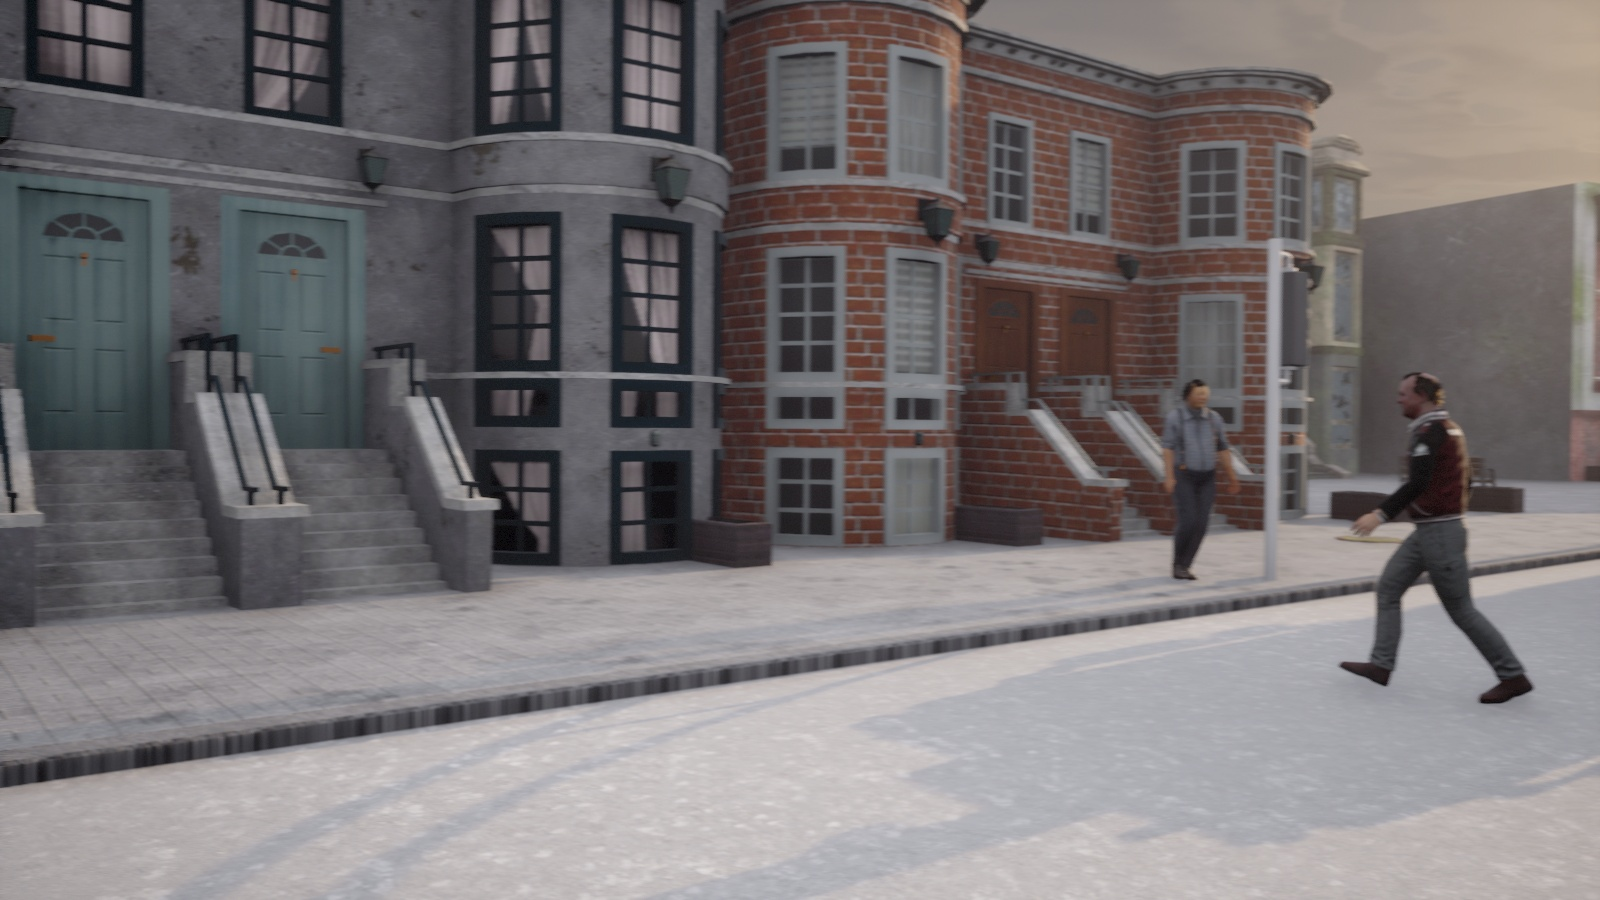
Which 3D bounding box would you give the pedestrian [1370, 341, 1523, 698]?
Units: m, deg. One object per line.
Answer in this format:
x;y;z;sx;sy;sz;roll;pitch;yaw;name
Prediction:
3.525;0.357;6.849;0.720;1.854;0.376;0;1;30;pedestrian

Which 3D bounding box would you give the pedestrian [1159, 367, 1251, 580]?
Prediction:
3.628;0.194;11.285;0.540;1.848;0.694;-1;1;-6;pedestrian
